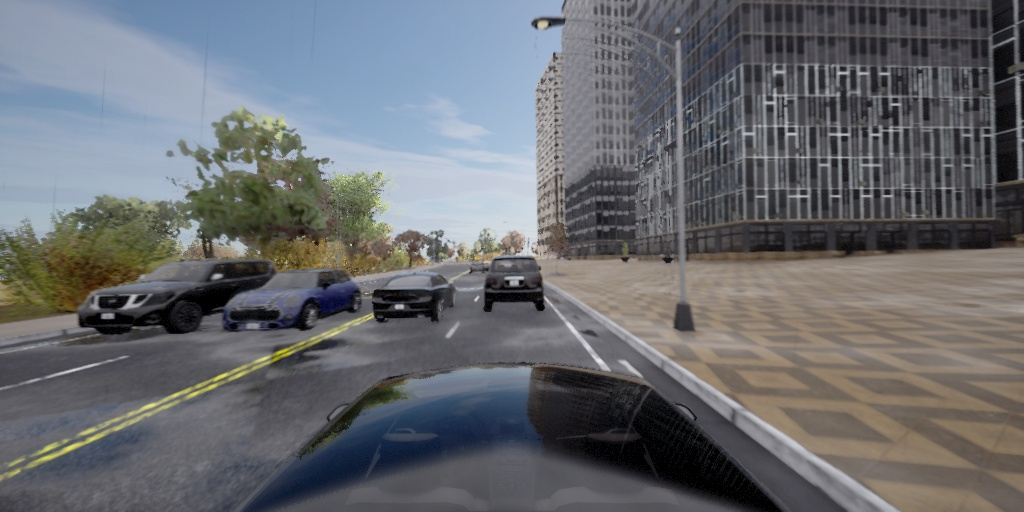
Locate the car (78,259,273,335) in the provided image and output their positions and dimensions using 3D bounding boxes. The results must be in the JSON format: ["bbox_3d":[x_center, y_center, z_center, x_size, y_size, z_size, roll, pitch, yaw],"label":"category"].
[{"bbox_3d":[-9.867,1.115,11.501,2.150,2.045,5.566,-1,0,0],"label":"car"}]

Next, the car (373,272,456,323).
[{"bbox_3d":[-3.168,1.280,12.514,1.882,1.535,5.008,-1,0,0],"label":"car"}]

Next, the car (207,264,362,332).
[{"bbox_3d":[-6.622,1.201,11.377,2.097,1.767,4.553,-1,0,0],"label":"car"}]

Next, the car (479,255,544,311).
[{"bbox_3d":[0.055,0.983,14.648,2.150,2.045,5.566,-1,0,-1],"label":"car"}]

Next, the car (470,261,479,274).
[{"bbox_3d":[-4.216,1.371,44.543,2.128,1.511,4.902,-1,0,-3],"label":"car"}]
